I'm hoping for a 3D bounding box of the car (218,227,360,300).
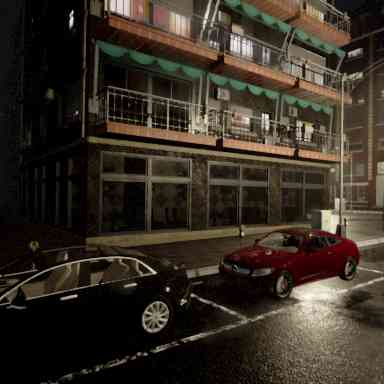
[{"bbox_3d":[2.584,1.585,8.354,4.206,1.307,1.802,0,1,-36],"label":"car"}]

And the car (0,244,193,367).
[{"bbox_3d":[-2.040,1.551,5.047,4.403,1.369,2.008,0,1,-36],"label":"car"}]
